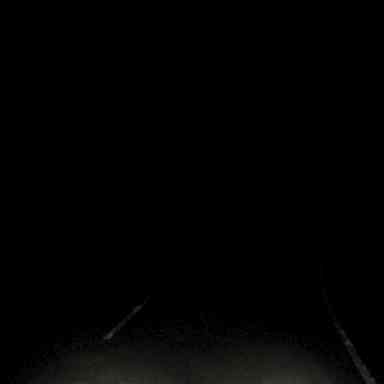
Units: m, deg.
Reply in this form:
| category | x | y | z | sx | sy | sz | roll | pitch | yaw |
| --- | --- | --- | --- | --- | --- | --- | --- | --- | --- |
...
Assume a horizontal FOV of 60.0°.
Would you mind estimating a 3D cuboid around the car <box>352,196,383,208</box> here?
| category | x | y | z | sx | sy | sz | roll | pitch | yaw |
| --- | --- | --- | --- | --- | --- | --- | --- | --- | --- |
| car | 24.635 | 1.276 | 45.339 | 4.902 | 1.511 | 2.128 | 0 | 0 | -19 |

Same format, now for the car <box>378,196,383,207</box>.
| category | x | y | z | sx | sy | sz | roll | pitch | yaw |
| --- | --- | --- | --- | --- | --- | --- | --- | --- | --- |
| car | 26.625 | 1.298 | 42.333 | 5.008 | 1.535 | 1.882 | 0 | 0 | -19 |

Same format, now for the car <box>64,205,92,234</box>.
| category | x | y | z | sx | sy | sz | roll | pitch | yaw |
| --- | --- | --- | --- | --- | --- | --- | --- | --- | --- |
| car | -6.787 | 1.357 | 15.828 | 1.812 | 1.442 | 4.674 | 0 | 0 | 25 |
